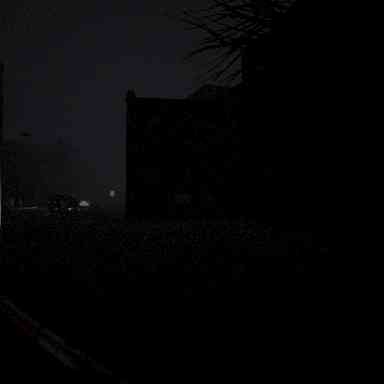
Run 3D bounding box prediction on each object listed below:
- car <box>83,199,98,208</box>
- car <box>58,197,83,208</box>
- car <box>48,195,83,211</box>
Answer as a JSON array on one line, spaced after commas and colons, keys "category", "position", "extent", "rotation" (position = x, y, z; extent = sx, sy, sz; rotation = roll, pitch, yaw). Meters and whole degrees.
[{"category": "car", "position": [-16.522, 1.777, 53.217], "extent": [1.812, 1.442, 4.674], "rotation": [1, 0, 2]}, {"category": "car", "position": [-19.973, 1.695, 54.928], "extent": [2.128, 1.511, 4.902], "rotation": [1, 0, 2]}, {"category": "car", "position": [-16.750, 1.399, 43.498], "extent": [2.150, 2.045, 5.566], "rotation": [1, 0, 2]}]
